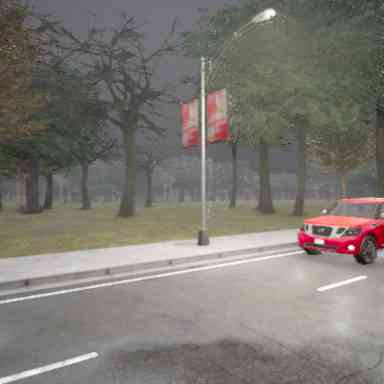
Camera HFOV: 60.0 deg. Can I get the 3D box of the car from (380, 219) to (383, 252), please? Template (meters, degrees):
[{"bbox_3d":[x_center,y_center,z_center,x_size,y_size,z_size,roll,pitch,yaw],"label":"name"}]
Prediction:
[{"bbox_3d":[7.396,1.494,8.868,4.902,1.511,2.128,0,0,-35],"label":"car"}]

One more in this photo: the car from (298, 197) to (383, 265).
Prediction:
[{"bbox_3d":[6.271,1.225,12.042,5.566,2.045,2.150,0,0,-35],"label":"car"}]
